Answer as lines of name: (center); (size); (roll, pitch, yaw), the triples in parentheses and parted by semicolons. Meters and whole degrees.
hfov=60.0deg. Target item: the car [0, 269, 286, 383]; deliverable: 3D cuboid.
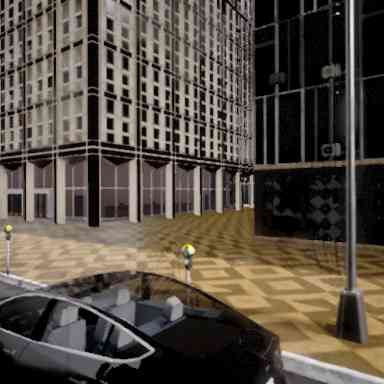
car: (-1.150, 1.577, 3.690); (4.313, 1.339, 1.947); (0, 0, 35)
